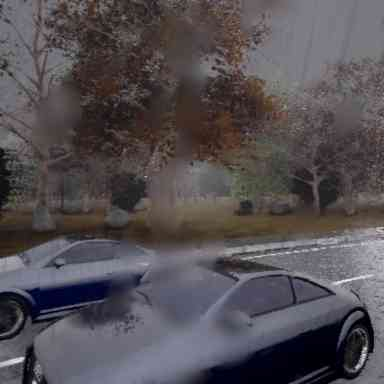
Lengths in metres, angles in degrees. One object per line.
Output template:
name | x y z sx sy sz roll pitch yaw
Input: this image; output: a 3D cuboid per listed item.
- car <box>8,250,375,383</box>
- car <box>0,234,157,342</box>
car | 0.297 1.560 3.996 4.181 1.385 1.994 0 0 -34
car | -2.316 1.544 6.435 4.181 1.385 1.994 0 0 -34
